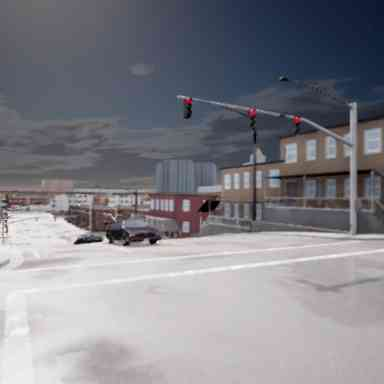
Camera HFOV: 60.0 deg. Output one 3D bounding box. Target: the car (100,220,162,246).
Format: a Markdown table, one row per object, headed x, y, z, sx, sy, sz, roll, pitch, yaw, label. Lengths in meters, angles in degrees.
| x | y | z | sx | sy | sz | roll | pitch | yaw | label |
| --- | --- | --- | --- | --- | --- | --- | --- | --- | --- |
| -3.579 | 2.323 | 19.431 | 2.033 | 1.411 | 5.357 | 1 | -6 | -28 | car |

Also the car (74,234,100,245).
| x | y | z | sx | sy | sz | roll | pitch | yaw | label |
| --- | --- | --- | --- | --- | --- | --- | --- | --- | --- |
| -9.464 | 4.516 | 30.414 | 1.895 | 1.301 | 4.718 | 1 | -13 | -28 | car |
